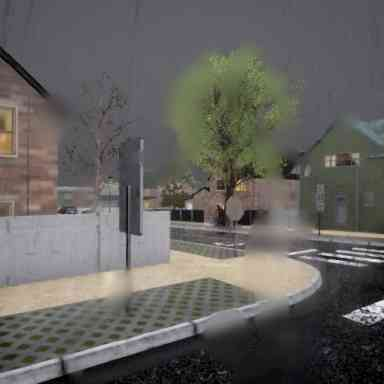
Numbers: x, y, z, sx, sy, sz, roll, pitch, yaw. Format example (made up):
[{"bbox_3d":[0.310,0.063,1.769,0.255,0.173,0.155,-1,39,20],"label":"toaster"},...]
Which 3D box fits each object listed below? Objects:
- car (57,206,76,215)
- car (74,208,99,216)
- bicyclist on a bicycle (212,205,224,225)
[{"bbox_3d":[-19.878,3.294,53.094,2.150,2.045,5.566,1,-3,-35],"label":"car"},{"bbox_3d":[-13.813,3.136,44.513,1.882,1.535,5.008,1,-3,-35],"label":"car"},{"bbox_3d":[2.225,1.827,26.717,1.656,1.620,0.582,-2,1,-35],"label":"bicyclist on a bicycle"}]
